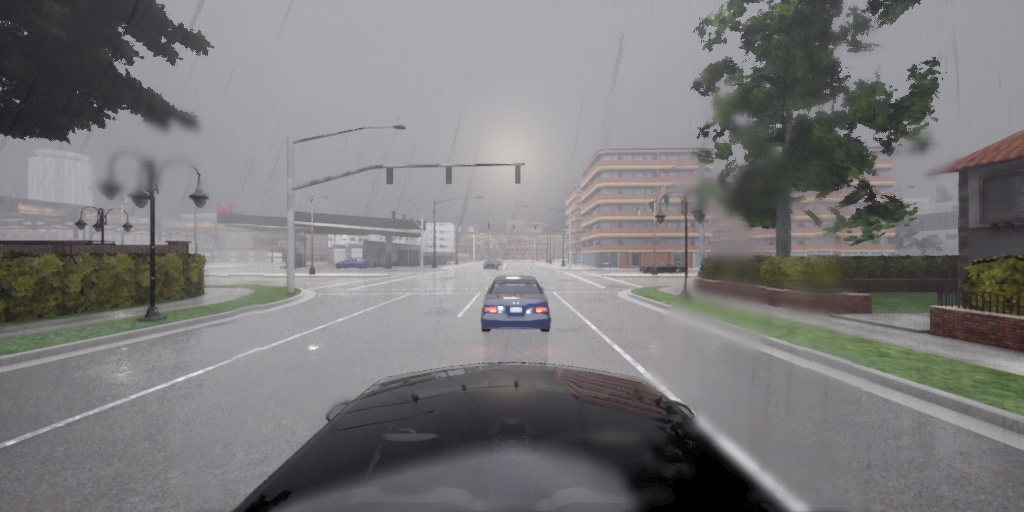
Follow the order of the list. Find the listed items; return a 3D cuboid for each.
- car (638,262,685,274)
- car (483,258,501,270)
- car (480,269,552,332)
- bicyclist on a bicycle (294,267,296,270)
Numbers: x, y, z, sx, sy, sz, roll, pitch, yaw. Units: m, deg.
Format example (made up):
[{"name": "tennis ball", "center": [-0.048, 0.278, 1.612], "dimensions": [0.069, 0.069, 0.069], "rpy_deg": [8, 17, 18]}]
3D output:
[{"name": "car", "center": [16.329, 1.344, 38.893], "dimensions": [4.718, 1.301, 1.895], "rpy_deg": [0, 0, -3]}, {"name": "car", "center": [-3.102, 1.092, 53.604], "dimensions": [2.097, 1.767, 4.553], "rpy_deg": [0, 0, 0]}, {"name": "car", "center": [0.098, 1.296, 10.844], "dimensions": [2.033, 1.411, 5.357], "rpy_deg": [0, 0, 0]}, {"name": "bicyclist on a bicycle", "center": [-29.016, 1.172, 47.116], "dimensions": [0.582, 1.620, 1.656], "rpy_deg": [-10, 5, 0]}]
